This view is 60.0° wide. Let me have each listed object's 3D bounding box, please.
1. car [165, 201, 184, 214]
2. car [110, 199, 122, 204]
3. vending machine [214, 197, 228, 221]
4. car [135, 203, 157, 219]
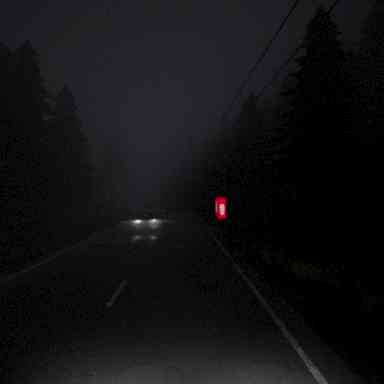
[{"bbox_3d":[-2.222,1.875,41.317,2.128,1.511,4.902,0,-1,-10],"label":"car"},{"bbox_3d":[-16.510,2.161,71.803,1.994,1.385,4.181,0,-1,-31],"label":"car"},{"bbox_3d":[2.592,1.464,29.444,1.100,2.100,0.880,0,-1,-3],"label":"vending machine"},{"bbox_3d":[-4.425,1.829,32.355,1.812,1.442,4.674,0,-1,-6],"label":"car"}]
